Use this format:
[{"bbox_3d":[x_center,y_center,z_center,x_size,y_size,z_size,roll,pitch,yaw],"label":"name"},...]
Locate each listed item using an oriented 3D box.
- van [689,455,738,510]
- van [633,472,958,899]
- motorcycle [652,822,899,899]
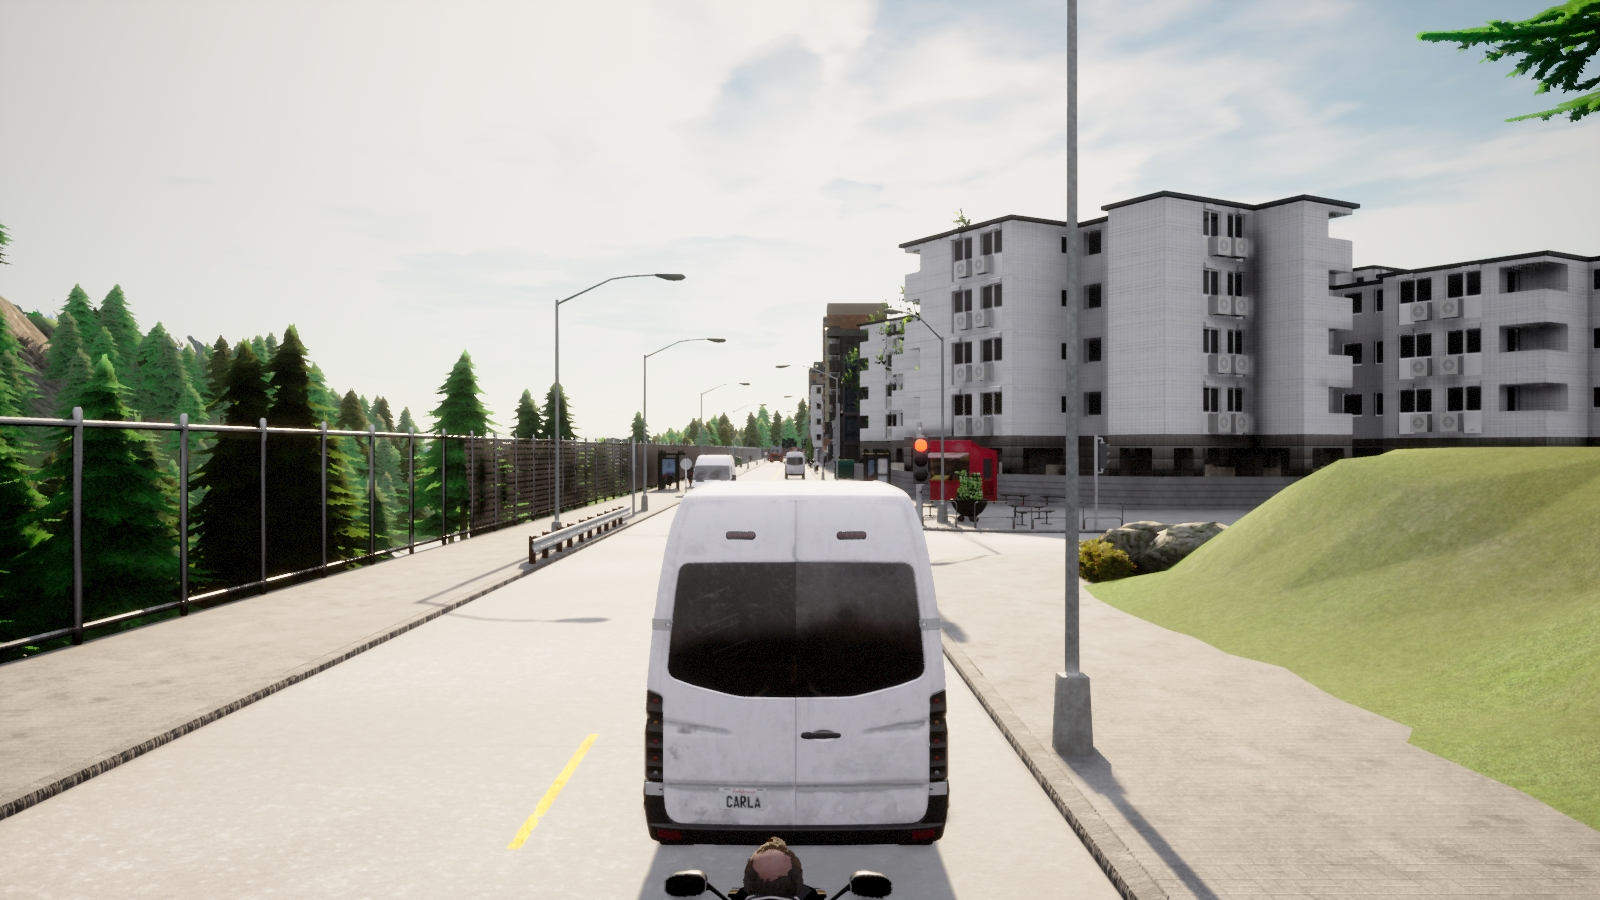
[{"bbox_3d":[-4.246,1.534,56.676,1.988,2.561,5.915,0,0,0],"label":"van"},{"bbox_3d":[-0.034,1.534,9.946,1.988,2.561,5.915,0,0,0],"label":"van"},{"bbox_3d":[-0.090,2.205,3.746,0.867,1.251,2.209,0,0,1],"label":"motorcycle"}]
